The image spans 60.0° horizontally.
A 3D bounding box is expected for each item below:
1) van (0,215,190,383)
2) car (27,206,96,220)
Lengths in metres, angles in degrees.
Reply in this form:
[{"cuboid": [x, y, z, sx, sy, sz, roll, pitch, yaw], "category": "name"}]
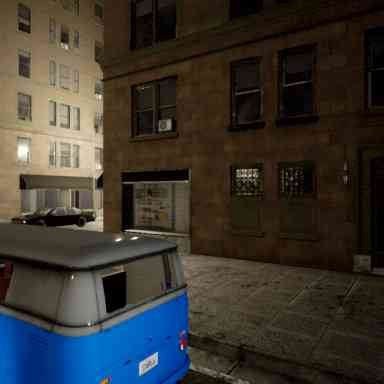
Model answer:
[{"cuboid": [-1.948, 1.341, 4.074, 3.998, 1.788, 1.690, 0, 0, 33], "category": "van"}, {"cuboid": [-8.771, 1.626, 21.486, 2.033, 1.411, 5.357, 0, 0, 33], "category": "car"}]
